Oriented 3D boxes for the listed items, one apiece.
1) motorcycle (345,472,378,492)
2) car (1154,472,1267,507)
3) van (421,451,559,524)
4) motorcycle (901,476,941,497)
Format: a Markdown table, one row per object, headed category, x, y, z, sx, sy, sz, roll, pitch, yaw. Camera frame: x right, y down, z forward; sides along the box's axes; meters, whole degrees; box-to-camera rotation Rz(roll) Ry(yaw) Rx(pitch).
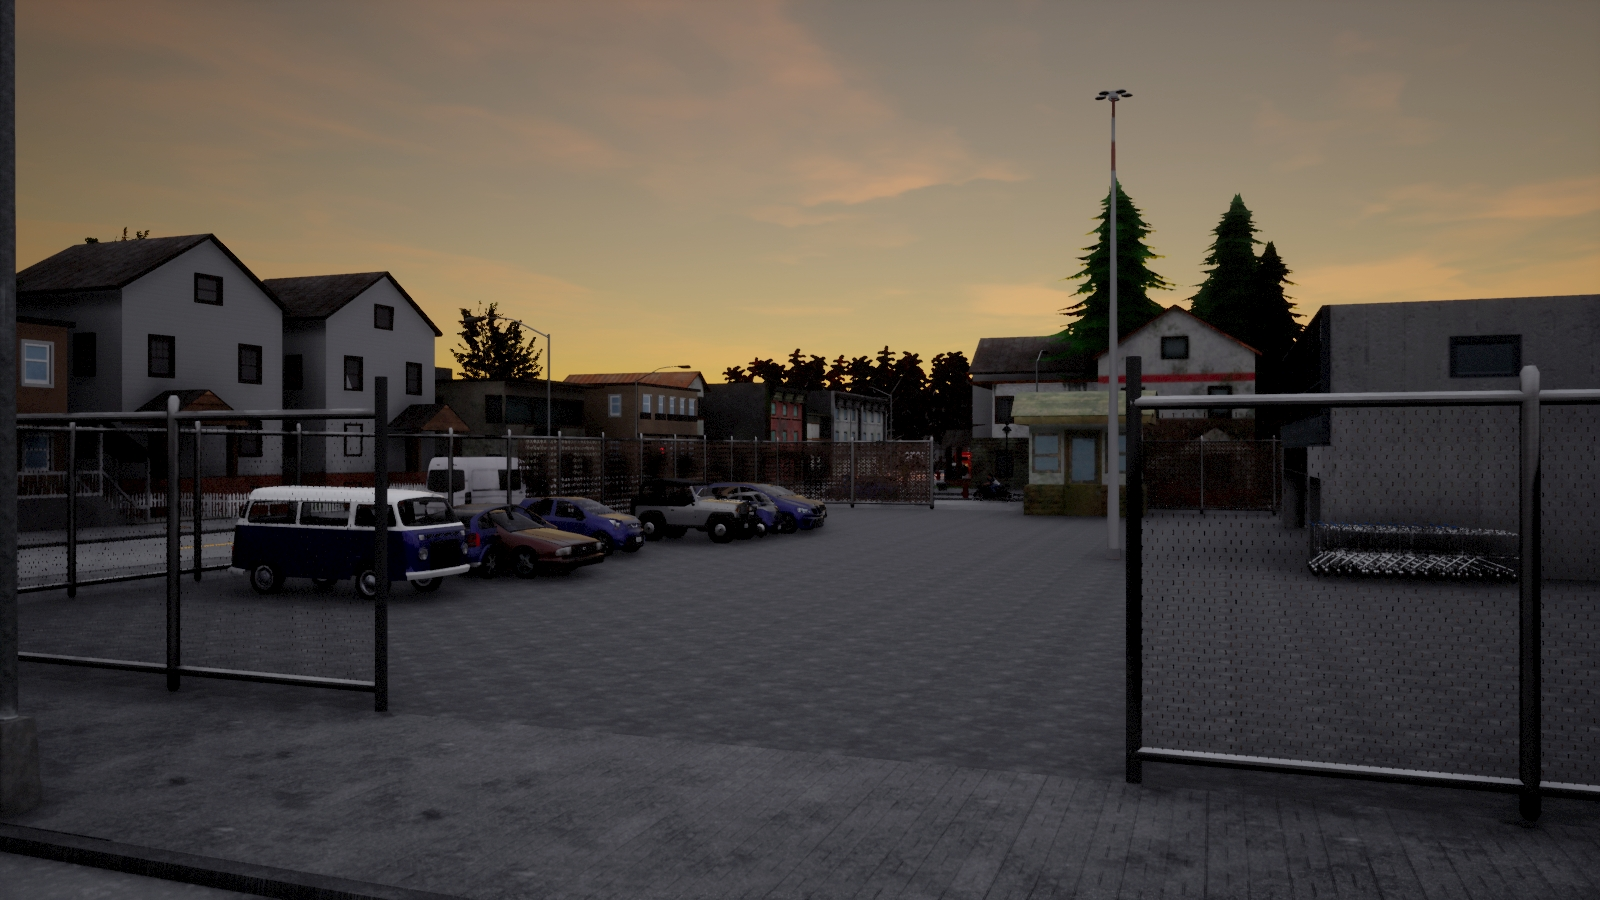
| category | x | y | z | sx | sy | sz | roll | pitch | yaw |
| --- | --- | --- | --- | --- | --- | --- | --- | --- | --- |
| motorcycle | -27.060 | 1.969 | 70.507 | 1.805 | 1.236 | 0.856 | -1 | 0 | 19 |
| car | 19.303 | 1.839 | 53.793 | 4.892 | 1.480 | 2.231 | 1 | 0 | 20 |
| van | -11.617 | 1.318 | 43.358 | 1.988 | 2.561 | 5.915 | 0 | 0 | 20 |
| motorcycle | 6.648 | 1.995 | 62.689 | 2.033 | 1.145 | 0.803 | -1 | 0 | 20 |
